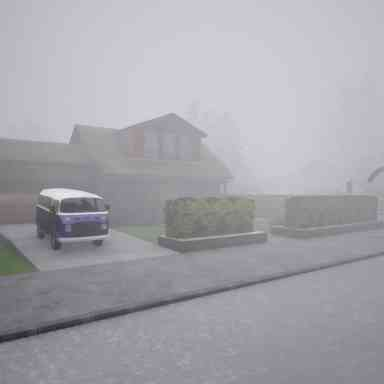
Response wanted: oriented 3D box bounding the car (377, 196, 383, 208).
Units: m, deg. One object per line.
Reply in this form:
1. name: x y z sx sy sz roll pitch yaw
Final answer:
1. car: 24.555 0.985 41.393 3.866 1.878 1.905 0 0 -1
